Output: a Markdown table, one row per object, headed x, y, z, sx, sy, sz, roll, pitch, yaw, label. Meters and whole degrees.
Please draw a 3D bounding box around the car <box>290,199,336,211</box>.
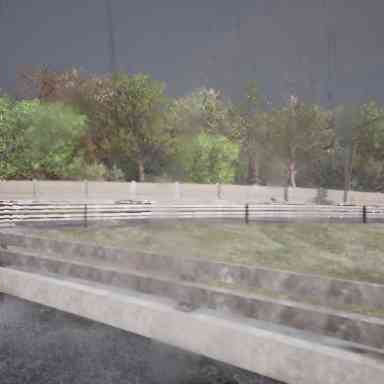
| x | y | z | sx | sy | sz | roll | pitch | yaw | label |
| --- | --- | --- | --- | --- | --- | --- | --- | --- | --- |
| 11.422 | 1.374 | 30.993 | 4.553 | 1.767 | 2.097 | 2 | 0 | -19 | car |
